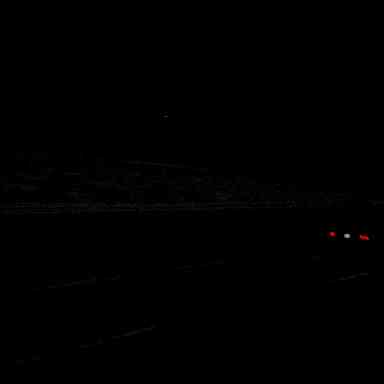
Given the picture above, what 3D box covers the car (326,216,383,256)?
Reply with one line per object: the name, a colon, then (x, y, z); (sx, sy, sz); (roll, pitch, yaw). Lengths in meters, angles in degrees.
car: (7.751, 1.693, 13.702); (5.357, 1.411, 2.033); (1, 0, -35)
